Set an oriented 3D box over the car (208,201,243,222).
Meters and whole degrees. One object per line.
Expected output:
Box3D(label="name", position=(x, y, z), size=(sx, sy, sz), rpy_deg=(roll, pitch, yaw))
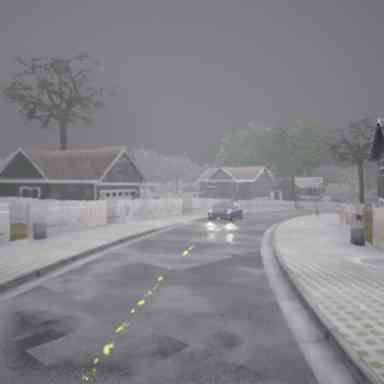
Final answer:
Box3D(label="car", position=(2.915, 1.520, 28.194), size=(2.097, 1.767, 4.553), rpy_deg=(1, 0, 22))
